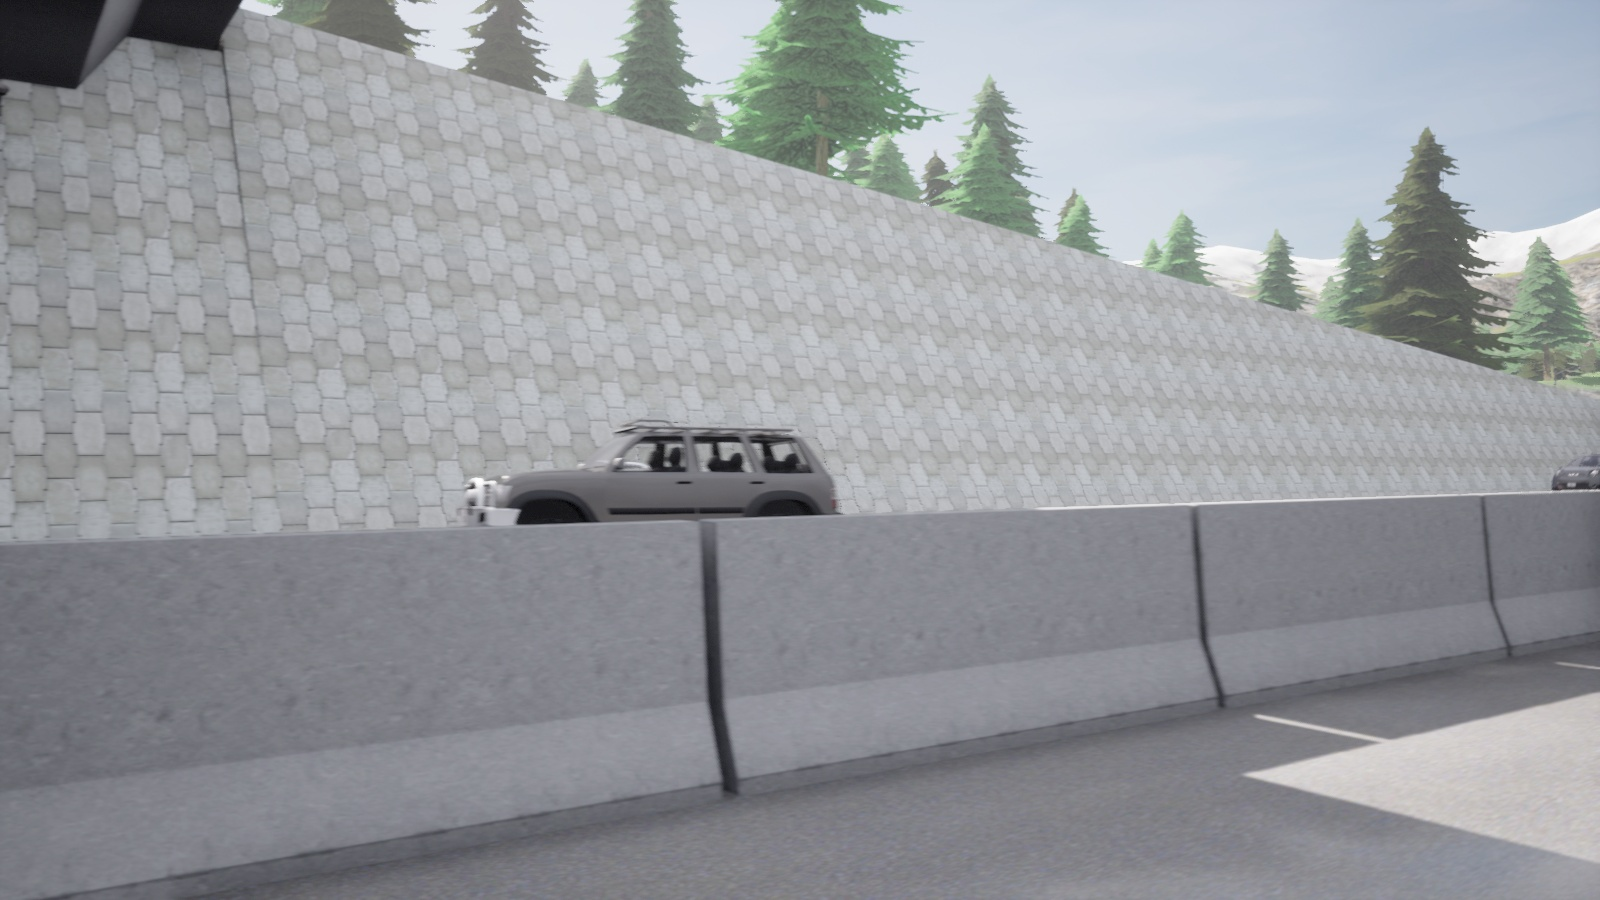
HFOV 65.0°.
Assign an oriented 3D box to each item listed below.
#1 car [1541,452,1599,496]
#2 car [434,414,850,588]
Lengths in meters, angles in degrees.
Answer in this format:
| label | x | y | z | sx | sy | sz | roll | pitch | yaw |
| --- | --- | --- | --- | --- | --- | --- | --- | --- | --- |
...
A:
| label | x | y | z | sx | sy | sz | roll | pitch | yaw |
| --- | --- | --- | --- | --- | --- | --- | --- | --- | --- |
| car | 28.176 | 0.808 | 44.591 | 3.633 | 1.501 | 1.845 | 0 | 0 | -35 |
| car | -1.901 | 0.605 | 15.186 | 4.605 | 1.855 | 1.932 | 0 | -3 | -25 |
